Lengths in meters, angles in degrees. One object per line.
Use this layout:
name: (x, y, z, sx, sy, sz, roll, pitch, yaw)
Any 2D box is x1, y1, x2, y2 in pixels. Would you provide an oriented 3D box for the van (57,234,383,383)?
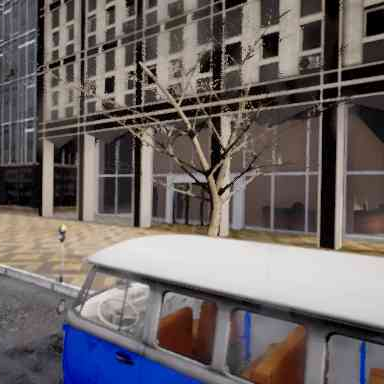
van: (0.712, 1.328, 2.362, 3.998, 1.788, 1.690, 1, 1, 36)
